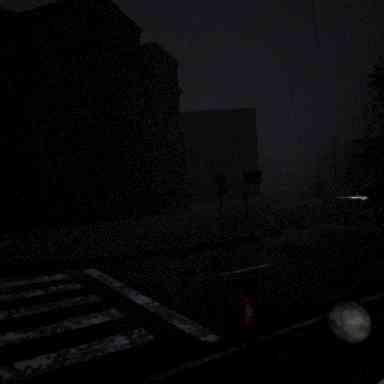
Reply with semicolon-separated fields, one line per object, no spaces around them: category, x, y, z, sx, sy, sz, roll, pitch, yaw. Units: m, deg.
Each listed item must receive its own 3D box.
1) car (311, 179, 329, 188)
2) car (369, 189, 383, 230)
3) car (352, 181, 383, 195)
car;22.593;-1.581;58.889;1.882;1.535;5.008;-3;1;4
car;10.379;0.847;13.897;2.097;1.767;4.553;-5;3;-30
car;19.716;-0.431;35.417;5.357;1.411;2.033;-4;2;-18
